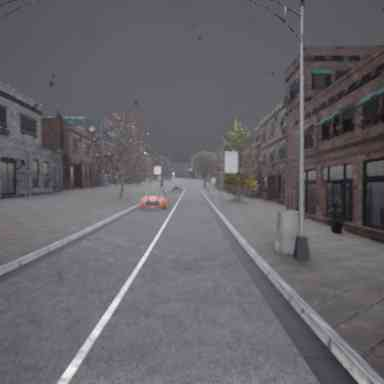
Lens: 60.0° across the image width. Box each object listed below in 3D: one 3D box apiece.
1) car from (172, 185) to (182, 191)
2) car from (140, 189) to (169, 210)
[{"bbox_3d":[-3.207,-0.836,70.403,1.994,1.385,4.181,0,2,0],"label":"car"},{"bbox_3d":[-3.170,0.559,28.852,2.097,1.767,4.553,0,2,0],"label":"car"}]
